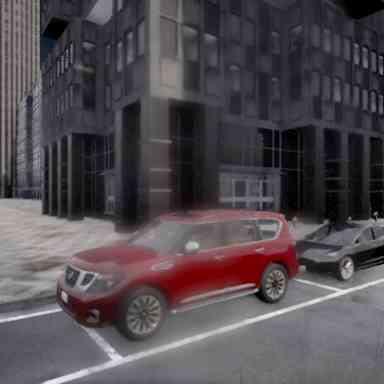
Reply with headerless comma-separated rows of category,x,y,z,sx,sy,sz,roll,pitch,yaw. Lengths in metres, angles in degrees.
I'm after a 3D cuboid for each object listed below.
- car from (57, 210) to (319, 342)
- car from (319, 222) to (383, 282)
car,0.049,1.333,6.690,5.009,1.841,2.192,0,0,-36
car,4.606,1.609,9.946,4.313,1.339,1.947,0,0,-36
